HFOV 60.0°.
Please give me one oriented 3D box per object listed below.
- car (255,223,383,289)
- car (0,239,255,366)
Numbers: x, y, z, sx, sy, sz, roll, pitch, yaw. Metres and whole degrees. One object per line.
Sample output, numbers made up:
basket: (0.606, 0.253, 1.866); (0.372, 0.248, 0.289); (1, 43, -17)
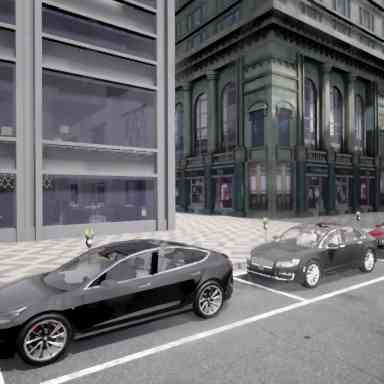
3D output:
car: (3.397, 1.551, 9.092); (4.403, 1.369, 2.008); (0, 0, -36)
car: (-1.186, 1.566, 5.811); (4.313, 1.339, 1.947); (0, 0, -36)
